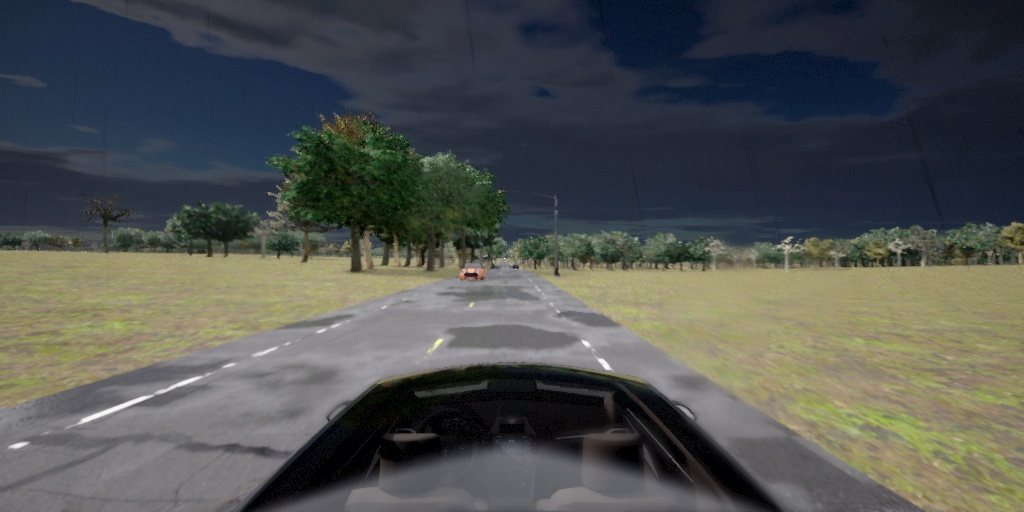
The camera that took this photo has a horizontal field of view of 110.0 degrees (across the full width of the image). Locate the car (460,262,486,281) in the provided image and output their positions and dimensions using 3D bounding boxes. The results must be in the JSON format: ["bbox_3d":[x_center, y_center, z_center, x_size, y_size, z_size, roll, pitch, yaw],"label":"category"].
[{"bbox_3d":[-3.593,1.389,33.563,2.097,1.767,4.553,0,-1,0],"label":"car"}]
